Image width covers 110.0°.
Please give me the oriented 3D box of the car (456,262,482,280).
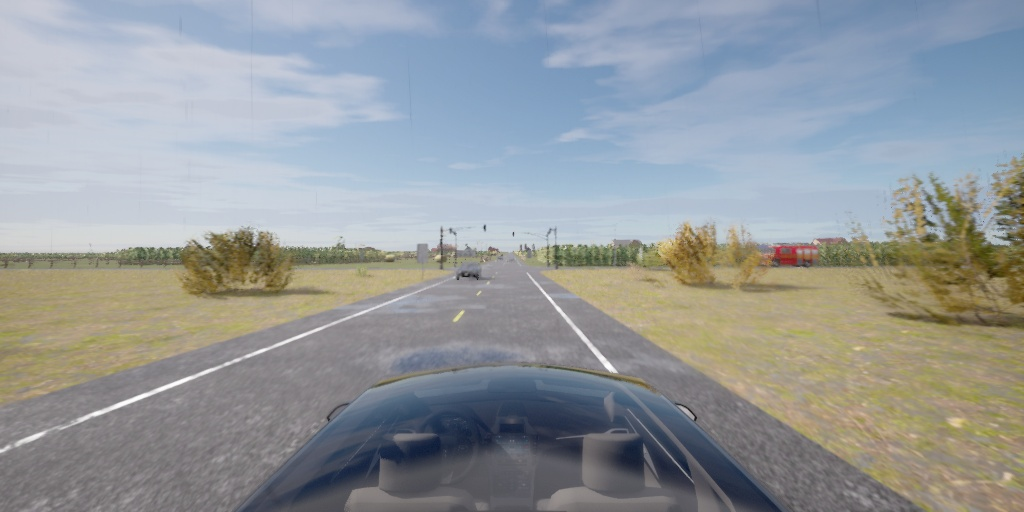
[{"bbox_3d":[-3.590,1.234,30.511,1.837,1.490,4.892,0,-1,0],"label":"car"}]
